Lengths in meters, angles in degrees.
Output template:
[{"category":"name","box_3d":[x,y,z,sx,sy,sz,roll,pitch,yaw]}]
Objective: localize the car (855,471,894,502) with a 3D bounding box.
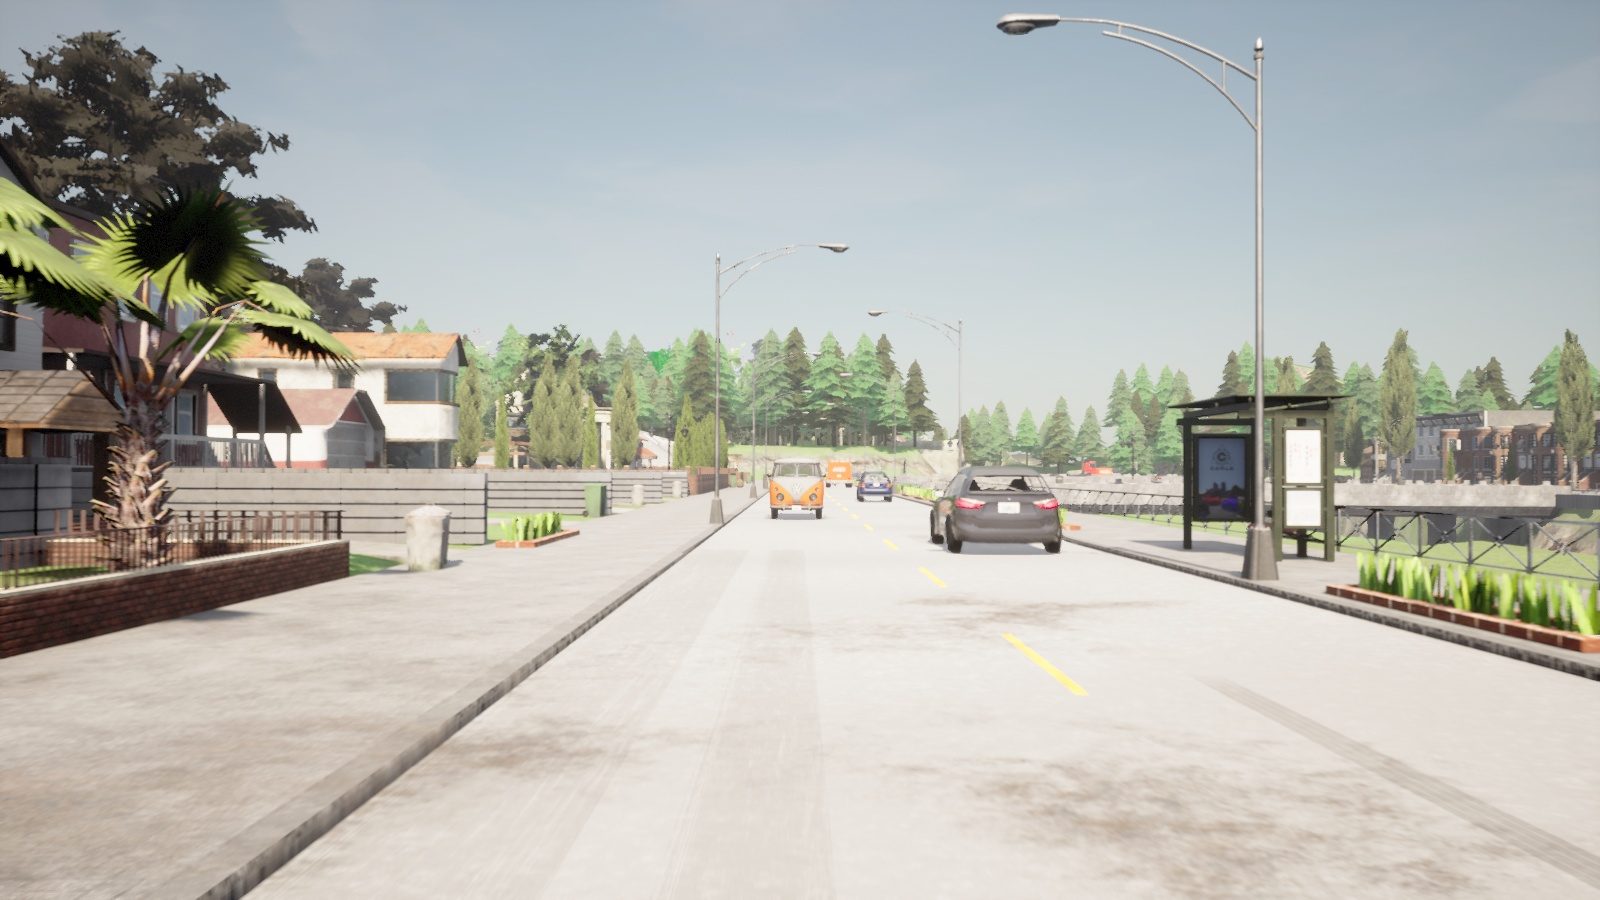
[{"category":"car","box_3d":[3.847,1.871,65.307,1.789,1.549,3.705,0,-1,0]}]

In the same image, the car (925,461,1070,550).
[{"category":"car","box_3d":[3.939,1.077,25.917,2.242,1.667,4.611,0,-1,0]}]

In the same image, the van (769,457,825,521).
[{"category":"van","box_3d":[-0.099,1.264,41.571,1.775,1.987,4.442,0,-1,0]}]
